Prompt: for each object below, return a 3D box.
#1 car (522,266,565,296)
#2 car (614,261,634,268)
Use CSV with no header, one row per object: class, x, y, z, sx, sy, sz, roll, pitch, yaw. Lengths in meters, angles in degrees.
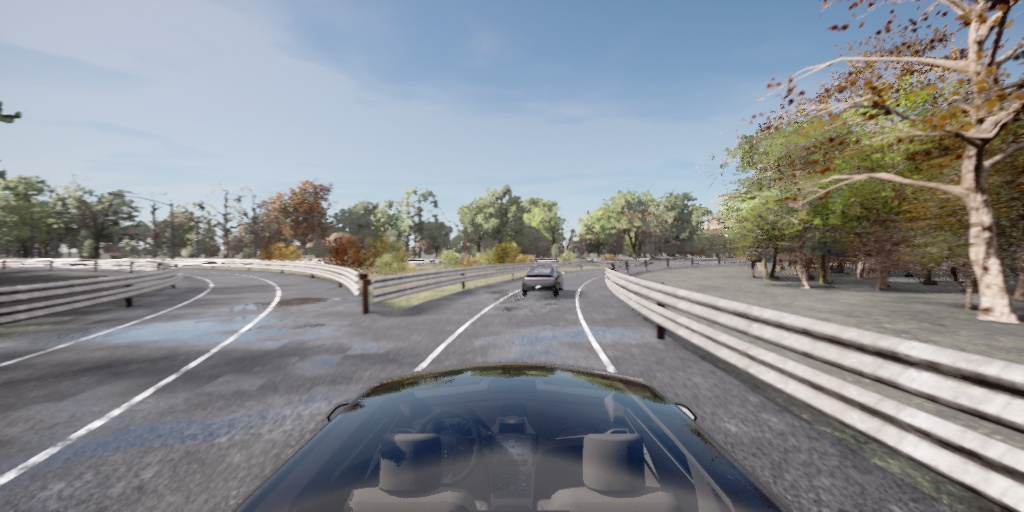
car,1.778,1.279,19.447,2.128,1.511,4.902,-1,0,13
car,16.009,1.339,51.849,1.895,1.301,4.718,-1,0,39
